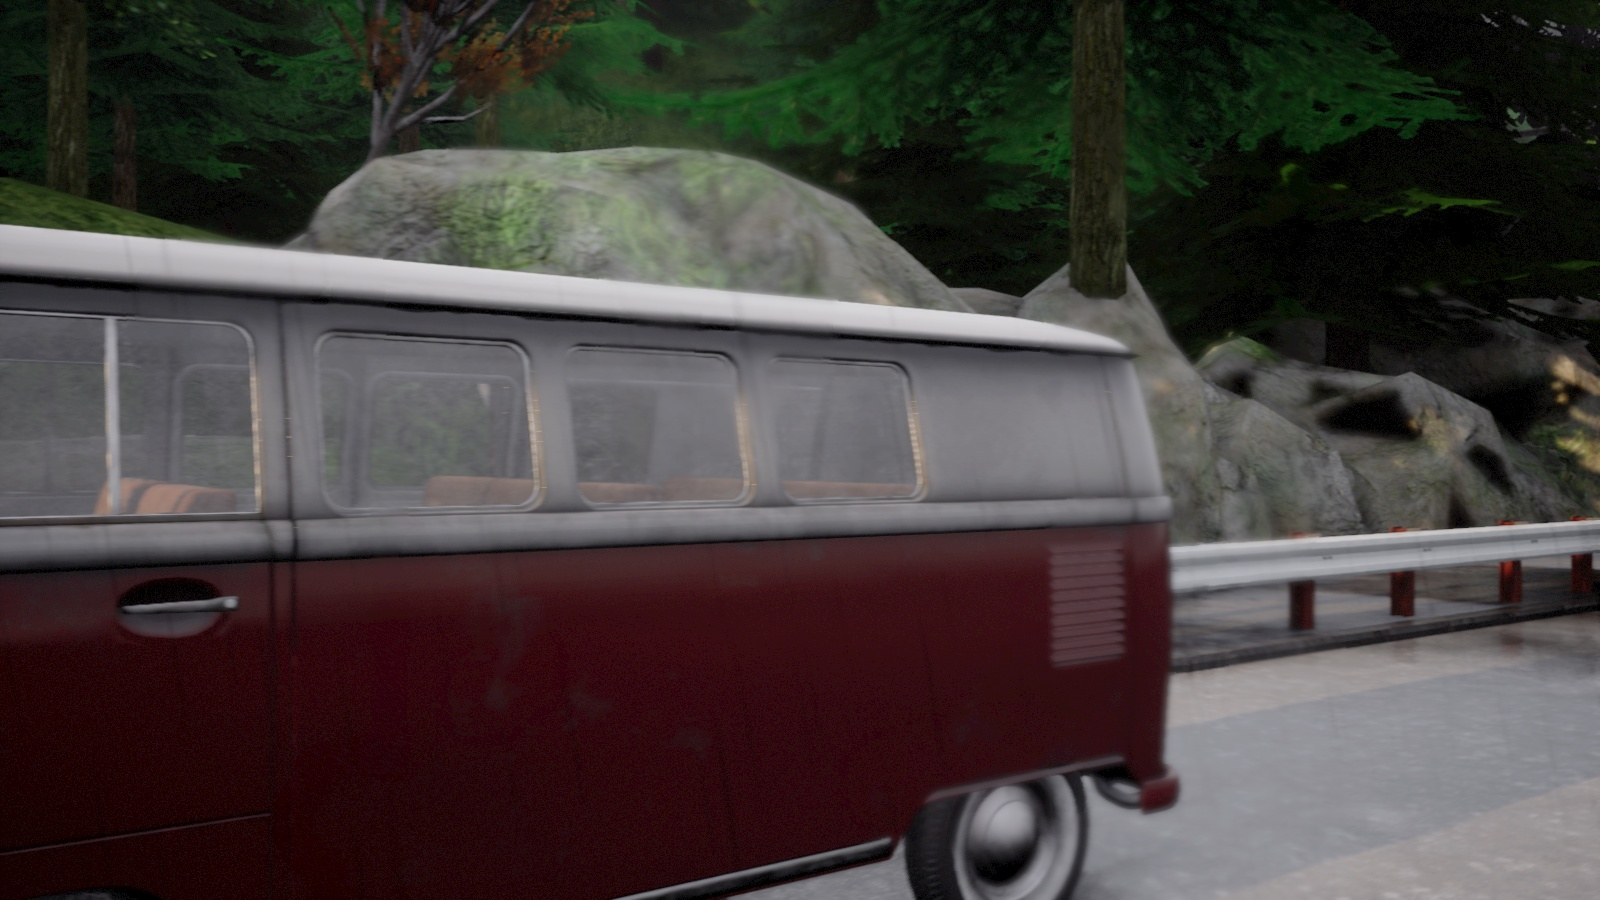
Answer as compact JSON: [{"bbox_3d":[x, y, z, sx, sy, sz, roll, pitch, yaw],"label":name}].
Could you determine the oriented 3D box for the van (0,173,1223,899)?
[{"bbox_3d":[-0.930,0.509,3.621,4.442,1.987,1.775,0,0,-35],"label":"van"}]
